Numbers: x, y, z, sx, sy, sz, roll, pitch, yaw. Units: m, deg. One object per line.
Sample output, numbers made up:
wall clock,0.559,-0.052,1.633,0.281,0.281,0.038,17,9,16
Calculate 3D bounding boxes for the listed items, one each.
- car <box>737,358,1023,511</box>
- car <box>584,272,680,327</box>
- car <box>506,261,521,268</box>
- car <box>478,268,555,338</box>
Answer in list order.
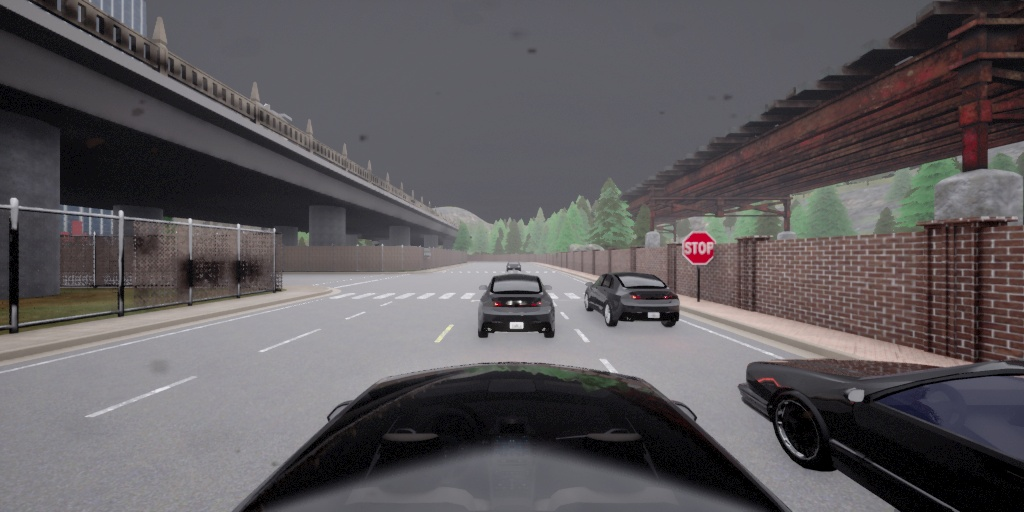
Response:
car,3.600,1.297,1.776,2.033,1.411,5.357,0,0,0
car,3.608,1.255,11.522,1.837,1.490,4.892,0,0,0
car,0.218,1.351,46.380,1.895,1.301,4.718,0,0,-1
car,0.105,1.255,10.166,1.837,1.490,4.892,0,0,0
